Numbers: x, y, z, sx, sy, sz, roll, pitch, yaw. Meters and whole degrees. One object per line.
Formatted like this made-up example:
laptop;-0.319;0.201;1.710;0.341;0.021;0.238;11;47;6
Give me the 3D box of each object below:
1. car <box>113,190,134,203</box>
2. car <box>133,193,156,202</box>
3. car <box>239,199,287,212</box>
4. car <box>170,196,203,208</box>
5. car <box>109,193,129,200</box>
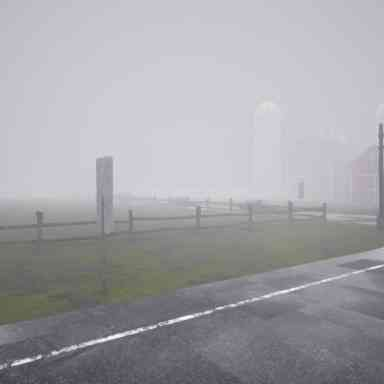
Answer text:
car;-11.266;0.724;58.003;2.150;2.045;5.566;-1;1;-35
car;-8.035;1.057;58.451;1.994;1.385;4.181;-1;1;-36
car;6.901;1.400;32.667;1.895;1.301;4.718;-1;1;-36
car;-0.813;1.222;43.380;2.033;1.411;5.357;-1;1;-36
car;-14.903;0.922;68.014;2.033;1.411;5.357;-1;1;-36
